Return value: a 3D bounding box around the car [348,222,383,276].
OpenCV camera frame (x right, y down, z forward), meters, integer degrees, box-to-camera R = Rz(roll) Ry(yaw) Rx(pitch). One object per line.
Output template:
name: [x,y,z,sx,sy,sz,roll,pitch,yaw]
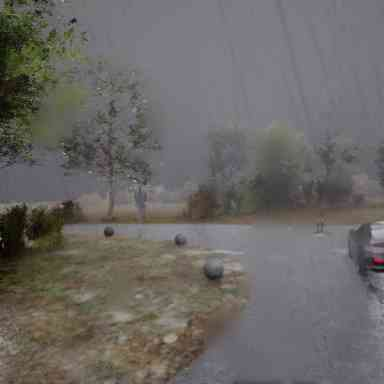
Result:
car: [5.959,1.636,10.235,1.812,1.442,4.674,-1,-1,21]
